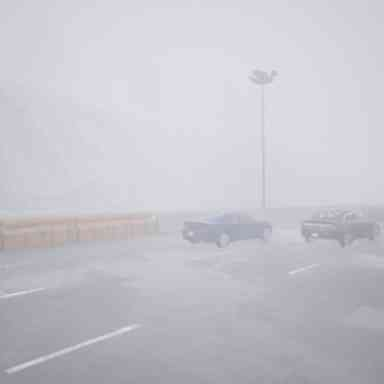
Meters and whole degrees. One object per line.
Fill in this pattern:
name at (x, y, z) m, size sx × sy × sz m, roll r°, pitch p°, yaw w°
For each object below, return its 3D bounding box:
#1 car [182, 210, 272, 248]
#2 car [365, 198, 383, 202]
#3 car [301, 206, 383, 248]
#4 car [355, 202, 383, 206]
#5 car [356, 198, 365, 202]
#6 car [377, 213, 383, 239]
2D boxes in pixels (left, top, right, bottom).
car at (1.801, 1.605, 15.616) m, size 5.008 × 1.535 × 1.882 m, roll 0°, pitch -1°, yaw -42°
car at (32.611, 1.835, 56.613) m, size 4.902 × 1.511 × 2.128 m, roll 0°, pitch -1°, yaw -24°
car at (6.990, 1.594, 15.480) m, size 4.902 × 1.511 × 2.128 m, roll 0°, pitch -1°, yaw -40°
car at (13.308, 1.705, 25.092) m, size 5.357 × 1.411 × 2.033 m, roll 0°, pitch -1°, yaw -36°
car at (31.548, 1.875, 59.941) m, size 4.892 × 1.490 × 1.837 m, roll 0°, pitch -1°, yaw -24°
car at (9.044, 1.597, 12.639) m, size 4.674 × 1.442 × 1.812 m, roll 1°, pitch -1°, yaw -40°
